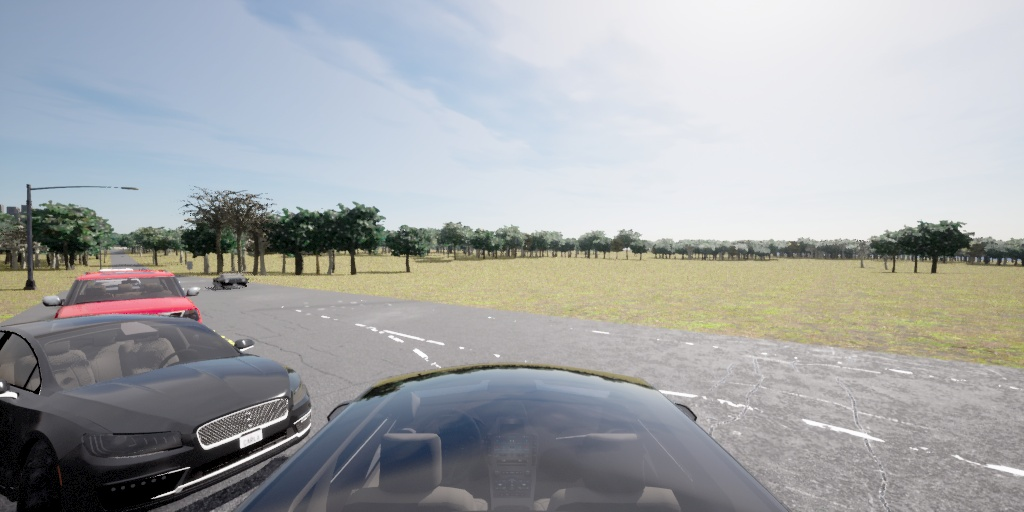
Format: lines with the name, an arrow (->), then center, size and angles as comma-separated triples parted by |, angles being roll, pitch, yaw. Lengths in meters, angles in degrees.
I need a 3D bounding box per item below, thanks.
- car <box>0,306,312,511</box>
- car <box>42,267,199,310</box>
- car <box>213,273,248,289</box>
car -> -4.502, 1.445, 4.019 | 4.892, 1.490, 1.837 | -3, -3, 22
car -> -9.340, 1.386, 8.740 | 5.566, 2.045, 2.150 | -2, 0, 42
car -> -25.959, 2.249, 32.952 | 4.718, 1.301, 1.895 | -2, 0, 42
